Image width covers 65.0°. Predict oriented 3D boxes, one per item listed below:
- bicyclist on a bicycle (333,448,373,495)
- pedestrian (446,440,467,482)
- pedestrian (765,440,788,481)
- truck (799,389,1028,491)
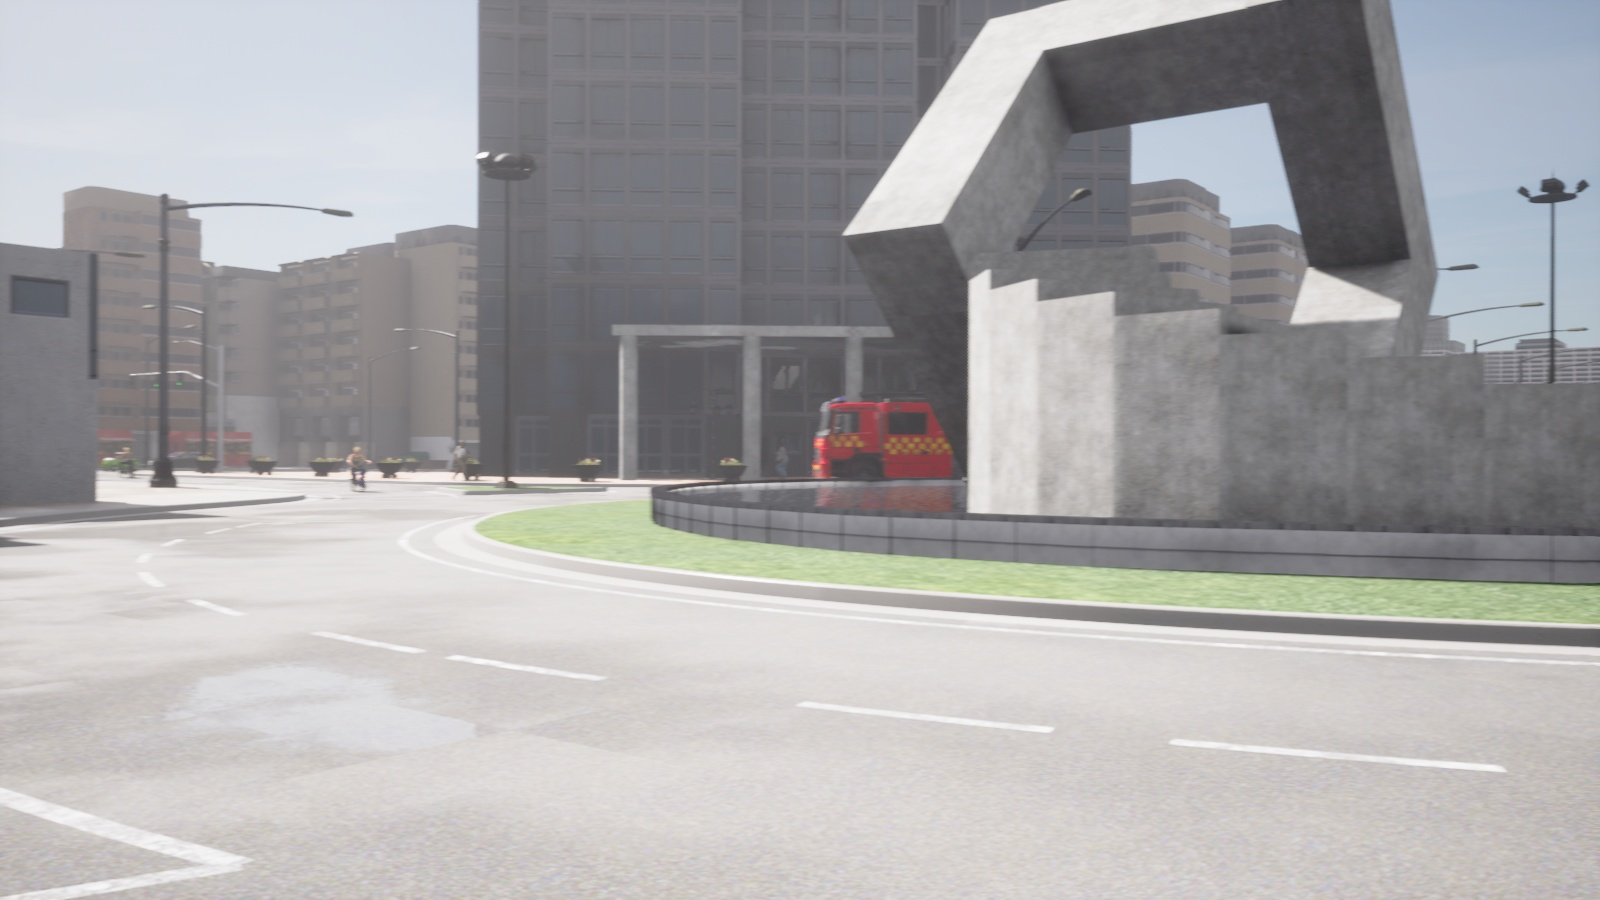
[{"bbox_3d":[-15.686,0.749,44.074,0.866,1.612,1.509,-1,0,-38],"label":"bicyclist on a bicycle"},{"bbox_3d":[-14.979,0.479,54.796,0.694,1.848,0.540,0,0,28],"label":"pedestrian"},{"bbox_3d":[-1.063,0.484,57.113,0.900,1.855,0.874,0,0,10],"label":"pedestrian"},{"bbox_3d":[4.323,-0.371,48.911,8.468,3.827,2.891,0,0,-5],"label":"truck"}]
